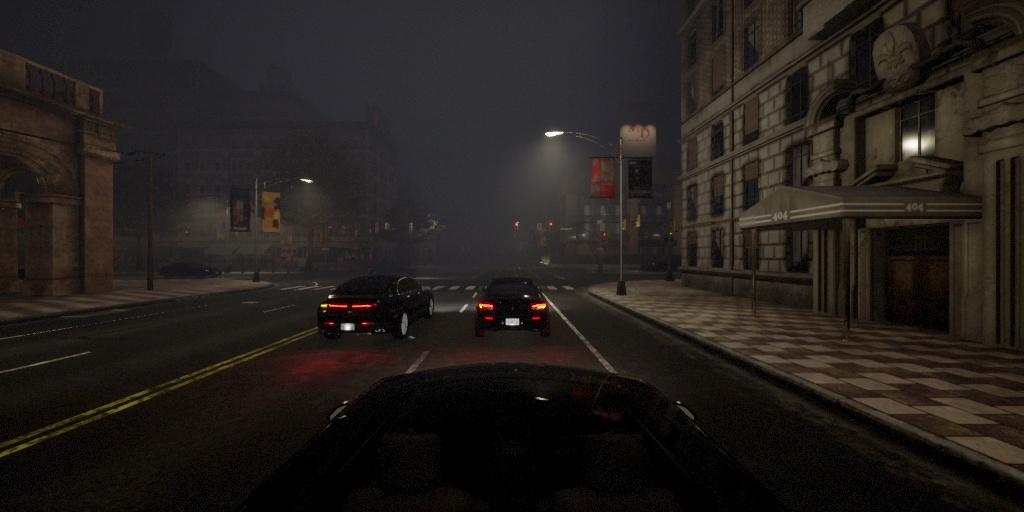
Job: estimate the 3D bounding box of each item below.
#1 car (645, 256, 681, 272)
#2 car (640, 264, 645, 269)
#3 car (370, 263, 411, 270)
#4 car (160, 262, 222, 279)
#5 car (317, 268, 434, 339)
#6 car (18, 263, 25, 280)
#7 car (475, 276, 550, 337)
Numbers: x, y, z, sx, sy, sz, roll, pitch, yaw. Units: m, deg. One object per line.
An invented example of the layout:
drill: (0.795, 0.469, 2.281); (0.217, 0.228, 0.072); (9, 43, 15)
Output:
car: (19.991, 0.971, 44.331); (5.566, 2.045, 2.150); (0, 0, 1)
car: (19.999, 1.297, 47.848); (5.357, 1.411, 2.033); (0, 0, 0)
car: (-10.728, 1.314, 32.534); (4.181, 1.385, 1.994); (0, 0, 0)
car: (-29.043, 1.276, 32.465); (4.674, 1.442, 1.812); (0, 0, 0)
car: (-3.494, 1.255, 10.036); (1.837, 1.490, 4.892); (0, 0, 0)
car: (-45.879, 1.227, 32.406); (5.008, 1.535, 1.882); (0, 0, 0)
car: (0.007, 1.276, 10.156); (1.812, 1.442, 4.674); (0, 0, 0)
